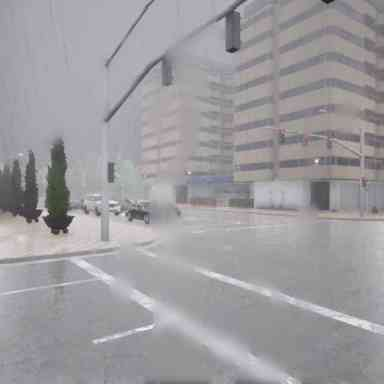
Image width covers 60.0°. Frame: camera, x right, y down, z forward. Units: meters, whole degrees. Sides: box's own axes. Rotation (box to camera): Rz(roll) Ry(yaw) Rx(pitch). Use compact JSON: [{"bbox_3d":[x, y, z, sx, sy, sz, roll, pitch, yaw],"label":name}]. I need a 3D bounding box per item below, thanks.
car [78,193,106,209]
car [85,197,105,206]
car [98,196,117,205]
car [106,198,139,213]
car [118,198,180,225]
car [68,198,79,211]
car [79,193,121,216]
[{"bbox_3d":[-13.834,1.221,45.878,2.150,2.045,5.566,0,0,-34],"label":"car"},{"bbox_3d":[-16.401,1.564,55.948,1.994,1.385,4.181,0,0,-35],"label":"car"},{"bbox_3d":[-15.554,1.526,60.837,1.812,1.442,4.674,0,0,-35],"label":"car"},{"bbox_3d":[-7.926,1.505,37.401,1.837,1.490,4.892,0,0,-35],"label":"car"},{"bbox_3d":[-3.296,1.491,24.684,2.128,1.511,4.902,0,0,-35],"label":"car"},{"bbox_3d":[-14.576,1.526,40.789,1.812,1.442,4.674,0,0,-35],"label":"car"},{"bbox_3d":[-8.956,1.222,32.767,2.150,2.045,5.566,0,0,-35],"label":"car"}]
